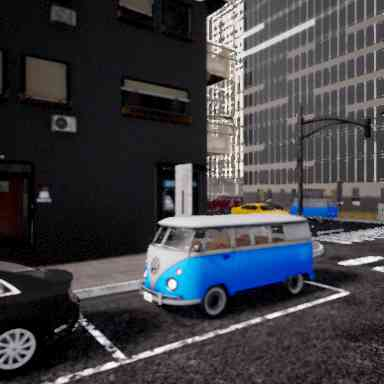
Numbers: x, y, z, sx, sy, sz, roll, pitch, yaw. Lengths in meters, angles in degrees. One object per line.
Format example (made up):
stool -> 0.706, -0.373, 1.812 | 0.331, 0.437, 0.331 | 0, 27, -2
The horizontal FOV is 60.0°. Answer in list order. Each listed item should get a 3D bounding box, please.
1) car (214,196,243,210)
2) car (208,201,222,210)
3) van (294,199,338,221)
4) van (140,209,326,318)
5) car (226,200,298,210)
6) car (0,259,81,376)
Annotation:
car -> 3.750, 1.380, 36.911 | 2.192, 1.841, 5.009 | 0, 0, -35
car -> 0.087, 1.664, 27.568 | 1.887, 1.381, 4.507 | 0, 0, -35
van -> 10.119, 1.456, 27.886 | 1.690, 1.788, 3.998 | 0, 0, -35
van -> 0.916, 1.391, 7.236 | 3.998, 1.788, 1.690 | 1, -1, -36
car -> 5.098, 1.611, 24.949 | 1.882, 1.535, 5.008 | 0, 0, -35
car -> -3.641, 1.543, 3.975 | 4.403, 1.369, 2.008 | 1, -1, -36
